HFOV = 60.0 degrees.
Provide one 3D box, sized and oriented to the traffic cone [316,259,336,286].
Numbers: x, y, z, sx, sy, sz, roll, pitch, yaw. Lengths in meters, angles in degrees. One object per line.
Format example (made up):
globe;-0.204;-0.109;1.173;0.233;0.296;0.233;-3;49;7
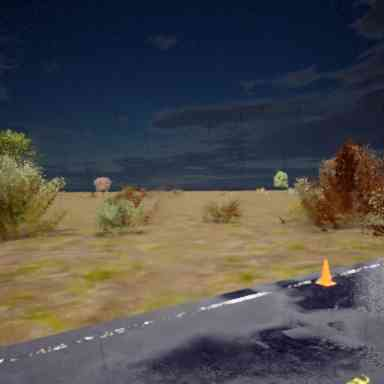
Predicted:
traffic cone;3.247;1.919;8.056;0.340;0.580;0.340;0;0;-34
